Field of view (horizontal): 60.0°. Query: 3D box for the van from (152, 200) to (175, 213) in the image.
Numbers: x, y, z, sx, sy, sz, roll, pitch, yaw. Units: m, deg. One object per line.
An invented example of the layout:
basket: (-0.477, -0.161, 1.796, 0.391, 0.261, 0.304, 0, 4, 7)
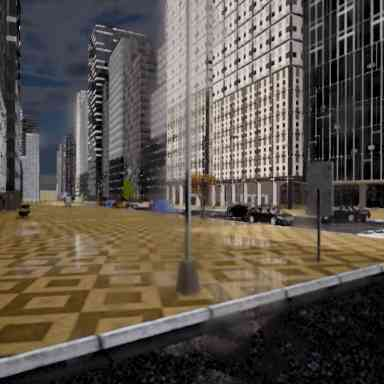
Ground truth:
van: (-3.755, 2.017, 46.207, 1.690, 1.788, 3.998, -1, -1, -26)

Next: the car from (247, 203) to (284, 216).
car: (8.702, 2.082, 39.746, 1.947, 1.339, 4.313, -1, -1, -26)

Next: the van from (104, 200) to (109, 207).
van: (-18.498, 2.650, 76.559, 1.690, 1.788, 3.998, -1, -1, -26)

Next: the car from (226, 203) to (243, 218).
car: (5.358, 1.936, 33.405, 1.812, 1.442, 4.674, 0, -1, -26)

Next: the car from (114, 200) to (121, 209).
car: (-13.507, 2.616, 66.287, 1.752, 1.417, 4.829, -1, -1, -26)

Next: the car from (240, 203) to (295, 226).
car: (6.079, 1.823, 25.967, 2.008, 1.369, 4.403, -1, -1, -26)

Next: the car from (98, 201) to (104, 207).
car: (-23.409, 3.069, 86.675, 1.887, 1.381, 4.507, -1, -1, -26)

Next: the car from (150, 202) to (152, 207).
car: (-4.888, 2.346, 54.678, 1.837, 1.490, 4.892, 0, -2, -25)

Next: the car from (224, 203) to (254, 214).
car: (6.245, 2.184, 44.805, 1.947, 1.339, 4.313, -1, -1, -26)

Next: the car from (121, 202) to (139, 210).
car: (-11.123, 2.539, 61.381, 2.008, 1.369, 4.403, -1, -1, -26)

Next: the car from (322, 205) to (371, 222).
car: (13.616, 1.867, 29.628, 2.008, 1.369, 4.403, -1, -1, -26)

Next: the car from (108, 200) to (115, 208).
car: (-16.038, 2.746, 71.499, 1.887, 1.381, 4.507, -1, -1, -26)
